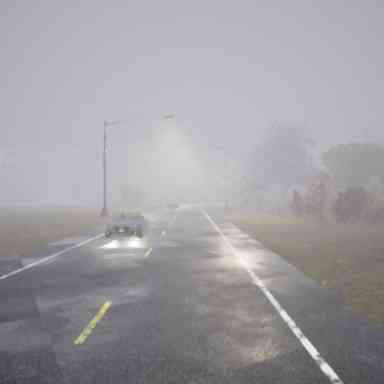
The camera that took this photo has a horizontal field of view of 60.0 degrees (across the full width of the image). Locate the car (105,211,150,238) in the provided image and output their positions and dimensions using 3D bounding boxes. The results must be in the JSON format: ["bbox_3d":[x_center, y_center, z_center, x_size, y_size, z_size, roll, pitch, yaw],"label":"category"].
[{"bbox_3d":[-3.608,1.816,19.060,1.994,1.385,4.181,0,-1,0],"label":"car"}]

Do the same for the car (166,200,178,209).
[{"bbox_3d":[-3.568,2.233,60.300,1.882,1.535,5.008,0,-1,0],"label":"car"}]
